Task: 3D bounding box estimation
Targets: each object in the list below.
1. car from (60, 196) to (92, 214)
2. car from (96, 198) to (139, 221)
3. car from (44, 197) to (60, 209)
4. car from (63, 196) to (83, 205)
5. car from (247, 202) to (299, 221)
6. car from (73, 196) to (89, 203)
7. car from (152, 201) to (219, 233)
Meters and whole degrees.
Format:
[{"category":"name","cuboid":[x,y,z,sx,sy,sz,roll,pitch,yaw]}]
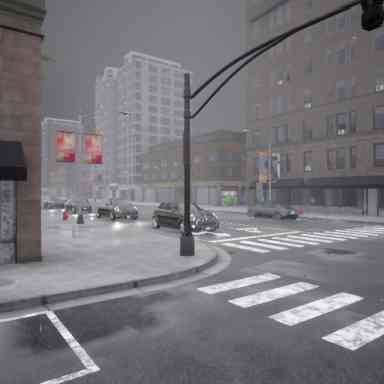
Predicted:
[{"category":"car","cuboid":[-12.216,1.455,35.567,1.837,1.490,4.892,0,0,-36]},{"category":"car","cuboid":[-6.156,1.318,27.175,2.097,1.767,4.553,0,0,-36]},{"category":"car","cuboid":[-18.277,1.440,44.015,1.837,1.490,4.892,0,0,-35]},{"category":"car","cuboid":[-21.379,1.451,59.665,2.033,1.411,5.357,0,0,-36]},{"category":"car","cuboid":[6.436,1.528,26.744,1.994,1.385,4.181,0,0,-36]},{"category":"car","cuboid":[-22.173,1.453,66.292,1.994,1.385,4.181,0,0,-36]},{"category":"car","cuboid":[-0.471,1.332,19.316,2.097,1.767,4.553,0,0,-36]}]
